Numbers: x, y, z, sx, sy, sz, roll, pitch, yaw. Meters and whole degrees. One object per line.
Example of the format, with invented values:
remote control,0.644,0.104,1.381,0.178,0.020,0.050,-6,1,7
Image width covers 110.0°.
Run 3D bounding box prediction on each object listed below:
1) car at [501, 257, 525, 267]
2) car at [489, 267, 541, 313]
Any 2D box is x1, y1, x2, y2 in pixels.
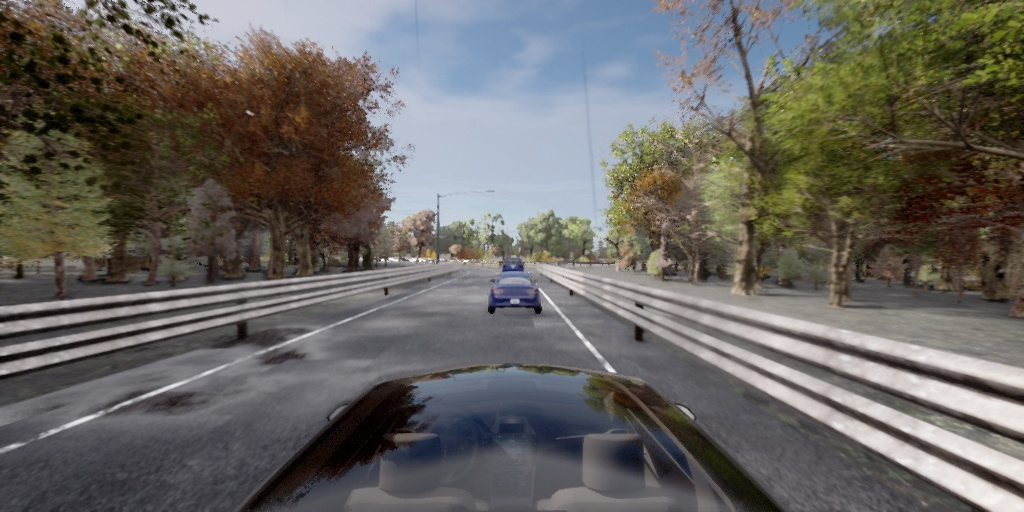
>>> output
car,0.113,1.139,36.670,2.150,2.045,5.566,0,0,0
car,0.100,1.335,14.123,1.812,1.442,4.674,0,0,0
